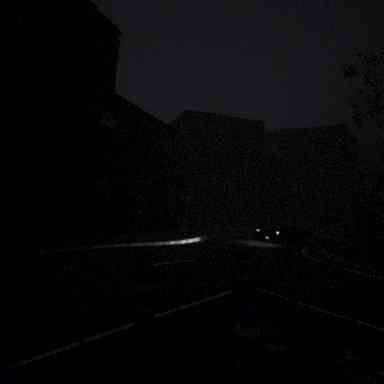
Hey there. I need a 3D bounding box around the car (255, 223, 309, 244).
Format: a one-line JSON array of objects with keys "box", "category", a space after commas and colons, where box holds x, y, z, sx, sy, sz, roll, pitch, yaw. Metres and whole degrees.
[{"box": [6.403, 2.851, 23.413, 1.895, 1.301, 4.718, 2, -4, 43], "category": "car"}]
